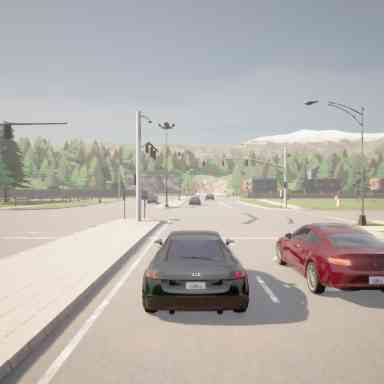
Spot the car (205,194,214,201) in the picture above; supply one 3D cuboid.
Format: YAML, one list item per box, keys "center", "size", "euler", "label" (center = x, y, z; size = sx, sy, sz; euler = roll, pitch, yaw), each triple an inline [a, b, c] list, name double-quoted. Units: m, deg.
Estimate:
- center: [4.335, 1.188, 82.024]
  size: [2.097, 1.767, 4.553]
  euler: [0, 0, 1]
  label: "car"

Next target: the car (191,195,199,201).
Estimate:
- center: [0.836, 1.428, 82.129]
  size: [1.895, 1.301, 4.718]
  euler: [0, 0, 1]
  label: "car"

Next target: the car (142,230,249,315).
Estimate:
- center: [0.056, 1.564, 7.669]
  size: [1.994, 1.385, 4.181]
  euler: [0, 0, 0]
  label: "car"

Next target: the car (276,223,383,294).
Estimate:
- center: [3.554, 1.526, 8.673]
  size: [1.812, 1.442, 4.674]
  euler: [0, 0, 0]
  label: "car"

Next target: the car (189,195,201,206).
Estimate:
- center: [0.491, 1.563, 56.673]
  size: [1.994, 1.385, 4.181]
  euler: [0, 0, 1]
  label: "car"

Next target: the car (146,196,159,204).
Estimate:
- center: [-7.478, 1.507, 63.112]
  size: [1.837, 1.490, 4.892]
  euler: [0, -1, 1]
  label: "car"
